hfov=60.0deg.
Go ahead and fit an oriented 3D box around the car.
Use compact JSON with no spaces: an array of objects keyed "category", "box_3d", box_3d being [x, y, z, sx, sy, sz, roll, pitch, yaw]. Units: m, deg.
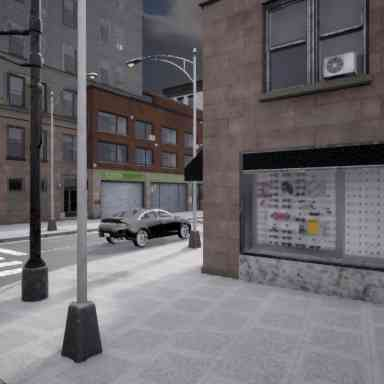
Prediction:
[{"category":"car","box_3d":[-1.920,1.459,14.979,2.128,1.511,4.902,0,0,35]}]
